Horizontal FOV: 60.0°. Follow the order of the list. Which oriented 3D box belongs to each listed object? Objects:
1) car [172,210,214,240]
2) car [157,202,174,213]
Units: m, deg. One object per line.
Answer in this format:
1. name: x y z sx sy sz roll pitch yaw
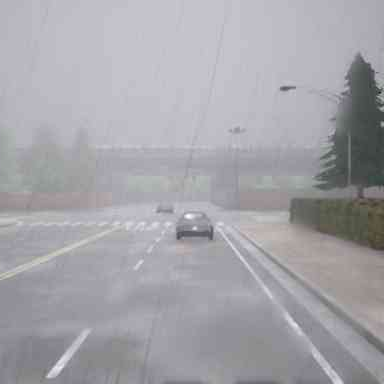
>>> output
1. car: 0.142 1.739 18.162 1.994 1.385 4.181 0 -1 0
2. car: -3.293 1.929 41.781 1.994 1.385 4.181 0 -1 0
